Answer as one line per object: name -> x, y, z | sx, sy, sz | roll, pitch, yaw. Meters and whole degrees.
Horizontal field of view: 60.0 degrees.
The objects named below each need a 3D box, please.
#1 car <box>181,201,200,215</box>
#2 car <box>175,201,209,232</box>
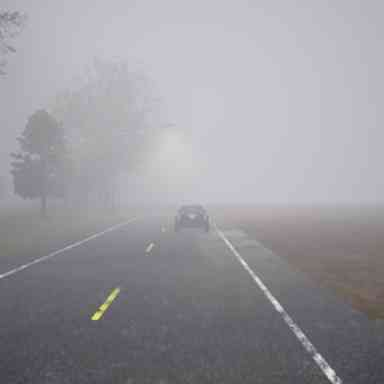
car -> -0.235, 1.889, 40.745 | 2.128, 1.511, 4.902 | 0, -1, -1
car -> -0.011, 1.563, 21.883 | 2.097, 1.767, 4.553 | 0, -1, 0
